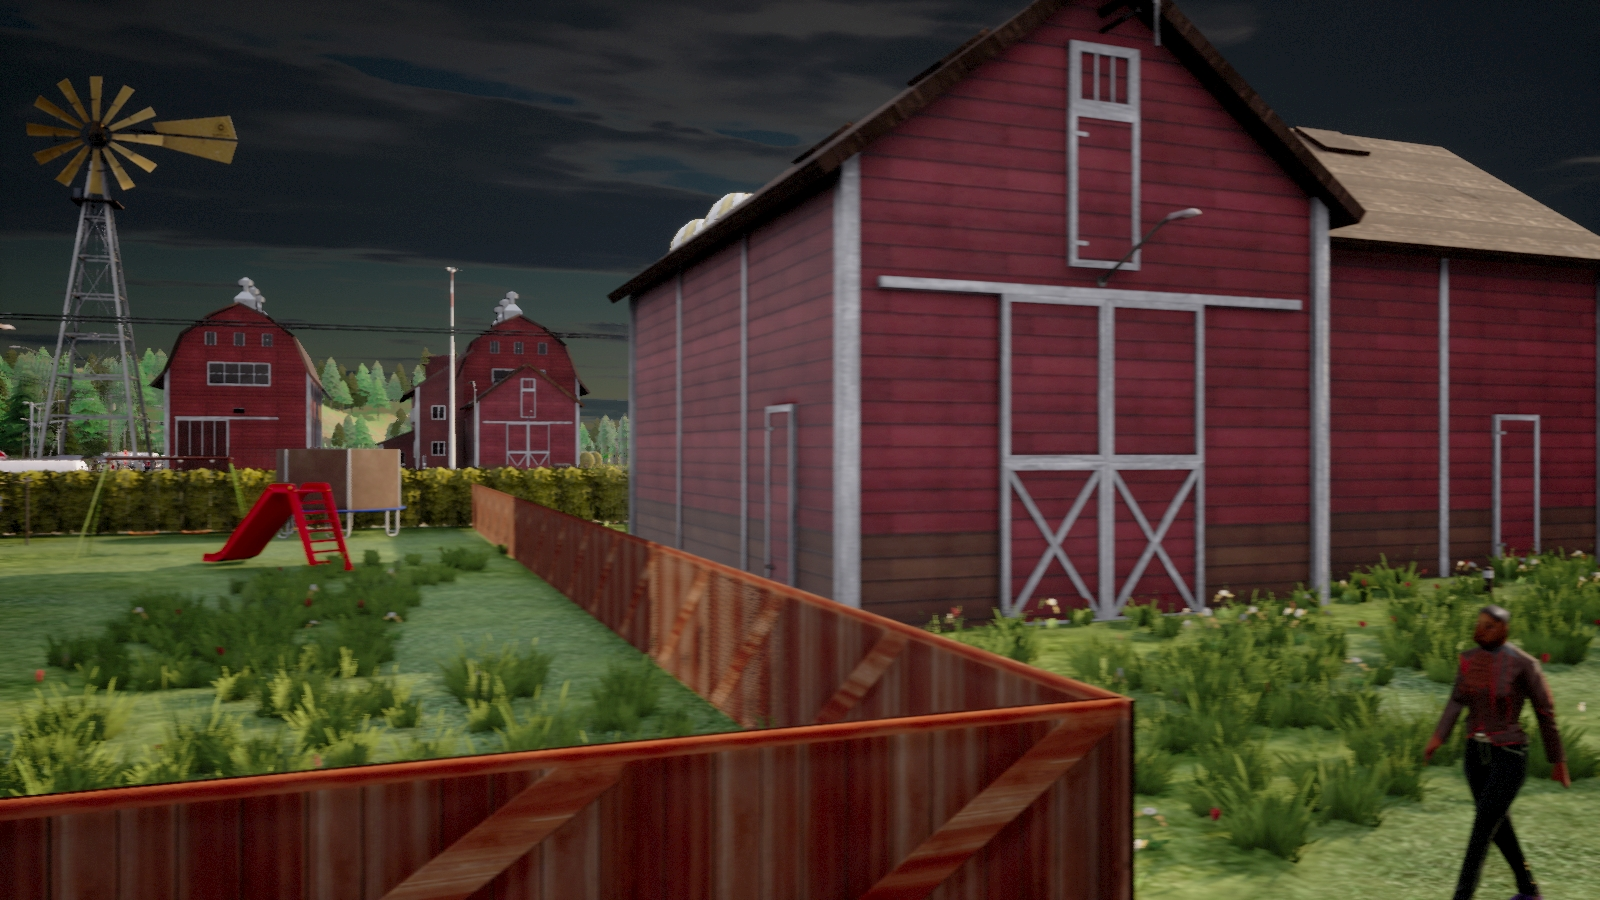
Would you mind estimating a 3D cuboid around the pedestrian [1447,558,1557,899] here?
[{"bbox_3d":[3.917,1.555,6.386,0.375,1.860,0.375,0,0,-23],"label":"pedestrian"}]

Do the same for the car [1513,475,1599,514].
[{"bbox_3d":[33.832,1.918,50.045,2.128,1.511,4.902,0,0,-1],"label":"car"}]

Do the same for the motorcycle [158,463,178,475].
[{"bbox_3d":[-72.151,2.142,130.472,1.805,1.316,0.856,0,-1,-15],"label":"motorcycle"}]
